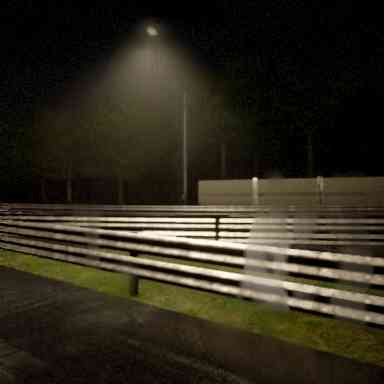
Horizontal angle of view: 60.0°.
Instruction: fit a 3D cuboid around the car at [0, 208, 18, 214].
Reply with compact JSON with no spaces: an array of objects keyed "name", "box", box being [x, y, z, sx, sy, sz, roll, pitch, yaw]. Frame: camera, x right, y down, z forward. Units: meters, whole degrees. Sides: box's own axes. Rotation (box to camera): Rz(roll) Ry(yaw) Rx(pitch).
[{"name":"car","box":[-12.717,1.660,20.939,4.718,1.301,1.895,1,0,11]}]
